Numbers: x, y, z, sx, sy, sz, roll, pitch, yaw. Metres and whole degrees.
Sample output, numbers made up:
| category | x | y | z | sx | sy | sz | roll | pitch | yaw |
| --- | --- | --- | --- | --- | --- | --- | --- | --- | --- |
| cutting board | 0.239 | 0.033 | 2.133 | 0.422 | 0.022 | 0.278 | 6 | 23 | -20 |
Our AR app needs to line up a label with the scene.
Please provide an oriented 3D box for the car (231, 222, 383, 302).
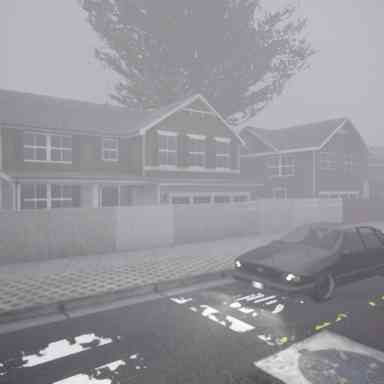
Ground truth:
| category | x | y | z | sx | sy | sz | roll | pitch | yaw |
| --- | --- | --- | --- | --- | --- | --- | --- | --- | --- |
| car | 3.480 | 1.496 | 8.338 | 5.357 | 1.411 | 2.033 | 0 | 1 | -36 |
